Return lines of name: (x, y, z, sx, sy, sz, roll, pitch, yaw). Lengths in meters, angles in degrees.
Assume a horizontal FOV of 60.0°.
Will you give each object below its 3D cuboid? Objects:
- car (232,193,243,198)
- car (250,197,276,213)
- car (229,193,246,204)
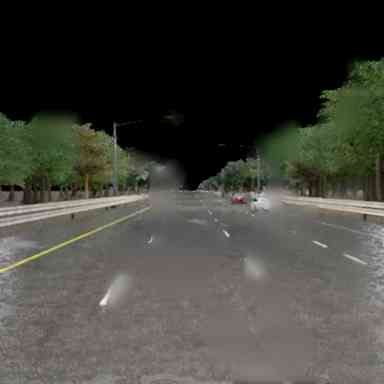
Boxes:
car: (12.524, 0.876, 90.804, 1.895, 1.301, 4.718, 0, 1, 21)
car: (7.003, 1.271, 33.243, 1.812, 1.442, 4.674, 0, 0, 0)
car: (7.008, 0.946, 51.411, 2.097, 1.767, 4.553, 0, 0, 0)
